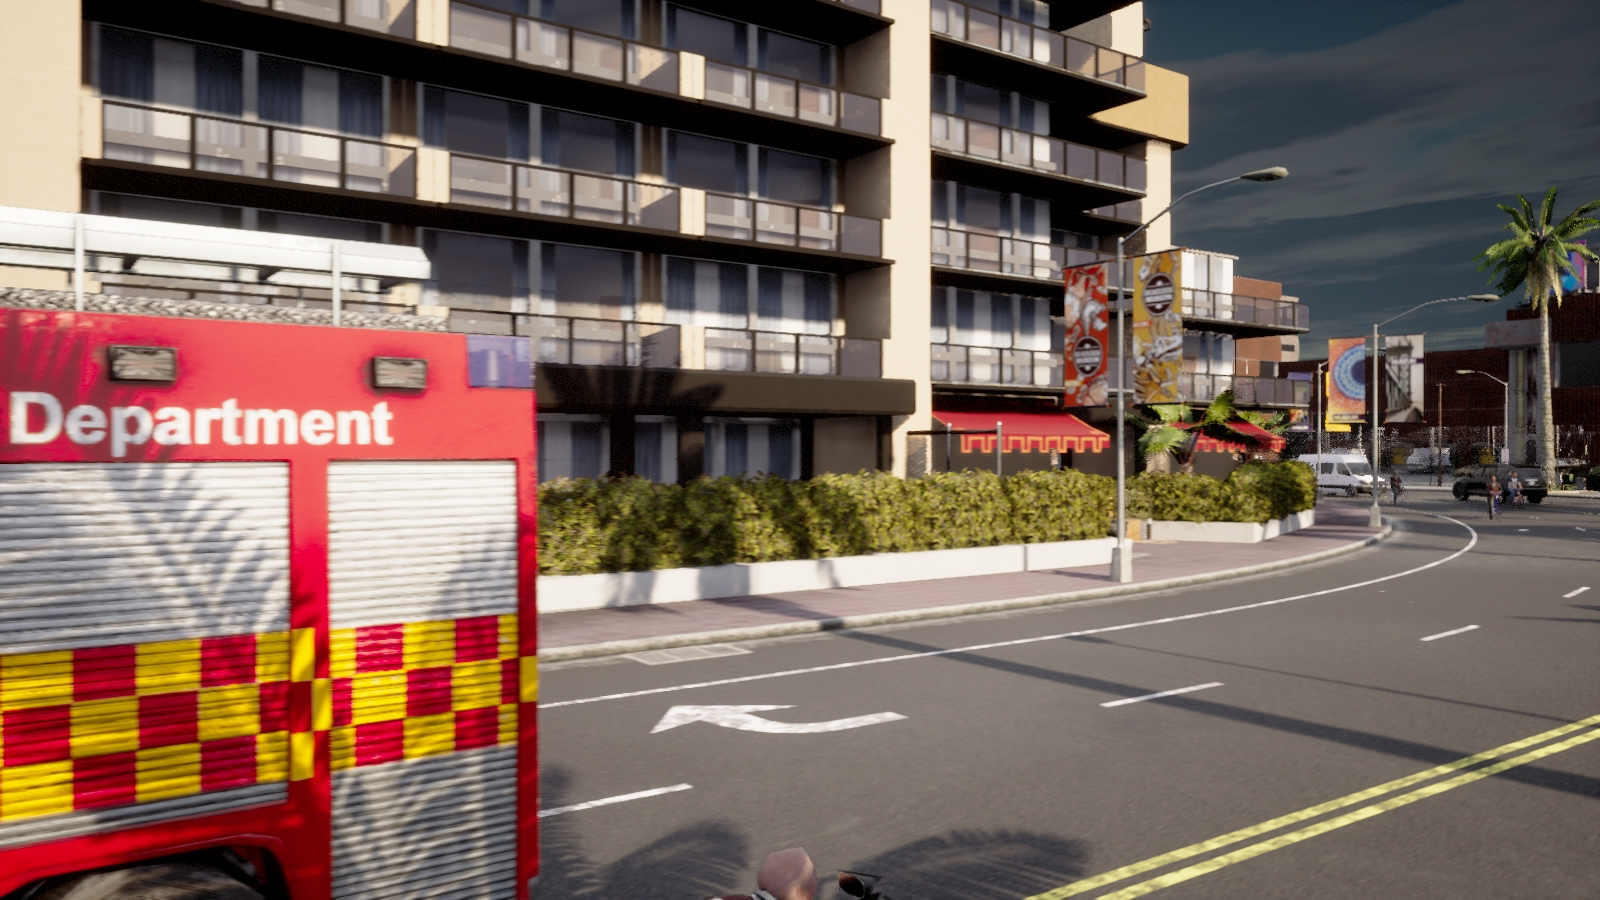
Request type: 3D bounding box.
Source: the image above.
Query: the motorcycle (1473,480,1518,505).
[{"bbox_3d":[36.217,2.182,59.521,0.856,1.236,1.805,0,0,-36],"label":"motorcycle"}]

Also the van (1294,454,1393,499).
[{"bbox_3d":[32.610,1.534,68.803,1.988,2.561,5.915,0,0,-15],"label":"van"}]

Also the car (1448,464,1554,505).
[{"bbox_3d":[37.179,1.779,60.795,2.150,2.045,5.566,0,0,-1],"label":"car"}]

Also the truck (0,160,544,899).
[{"bbox_3d":[-5.456,0.890,3.940,8.468,3.827,2.891,0,0,-35],"label":"truck"}]

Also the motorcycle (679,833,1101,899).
[{"bbox_3d":[-0.086,2.205,3.717,2.209,1.251,0.867,0,0,-35],"label":"motorcycle"}]
